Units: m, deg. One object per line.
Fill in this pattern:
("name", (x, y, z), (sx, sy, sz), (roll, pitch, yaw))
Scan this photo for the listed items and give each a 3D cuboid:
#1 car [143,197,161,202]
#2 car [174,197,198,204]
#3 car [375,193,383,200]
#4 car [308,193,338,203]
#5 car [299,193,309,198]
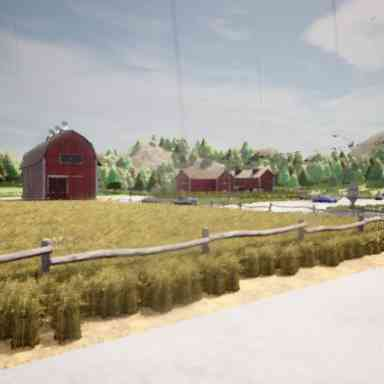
("car", (-7.268, 1.508, 58.727), (1.994, 1.385, 4.181), (0, 0, -36))
("car", (-0.917, 1.470, 49.998), (1.812, 1.442, 4.674), (0, 0, -35))
("car", (44.770, 1.122, 77.281), (1.905, 1.878, 3.866), (0, 0, -36))
("car", (25.229, 1.351, 62.996), (2.242, 1.667, 4.611), (0, 0, -36))
("car", (28.722, 1.146, 81.967), (1.932, 1.855, 4.605), (0, 0, -36))
